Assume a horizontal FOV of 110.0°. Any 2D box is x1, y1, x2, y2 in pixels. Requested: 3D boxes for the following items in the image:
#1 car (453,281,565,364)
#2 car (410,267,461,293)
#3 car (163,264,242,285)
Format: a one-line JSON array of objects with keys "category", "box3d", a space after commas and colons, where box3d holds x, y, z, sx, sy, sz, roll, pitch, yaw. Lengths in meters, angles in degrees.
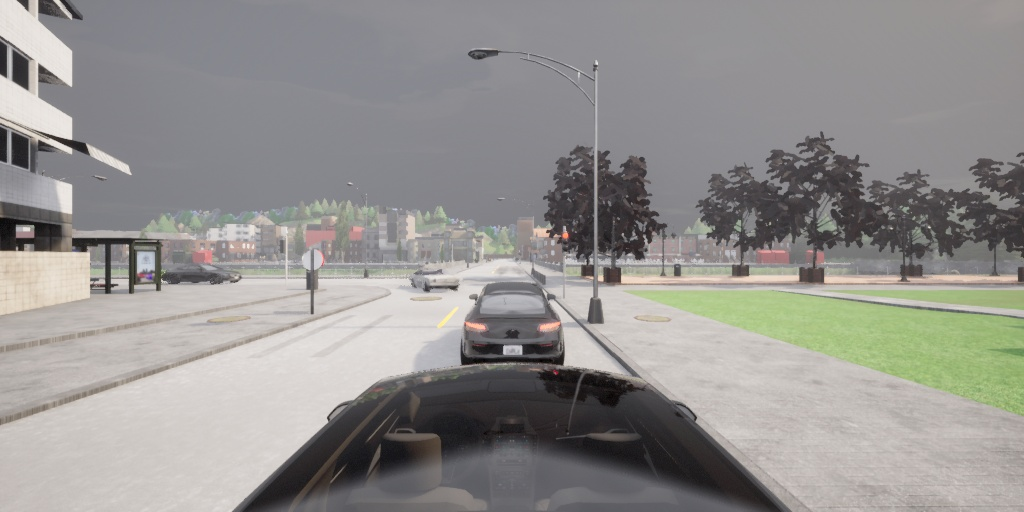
[{"category": "car", "box3d": [0.007, 1.276, 7.794, 1.812, 1.442, 4.674, 0, 0, 0]}, {"category": "car", "box3d": [-4.563, 1.351, 21.070, 1.895, 1.301, 4.718, 0, 0, -28]}, {"category": "car", "box3d": [-21.799, 1.275, 25.312, 4.674, 1.442, 1.812, 0, 0, -1]}]
